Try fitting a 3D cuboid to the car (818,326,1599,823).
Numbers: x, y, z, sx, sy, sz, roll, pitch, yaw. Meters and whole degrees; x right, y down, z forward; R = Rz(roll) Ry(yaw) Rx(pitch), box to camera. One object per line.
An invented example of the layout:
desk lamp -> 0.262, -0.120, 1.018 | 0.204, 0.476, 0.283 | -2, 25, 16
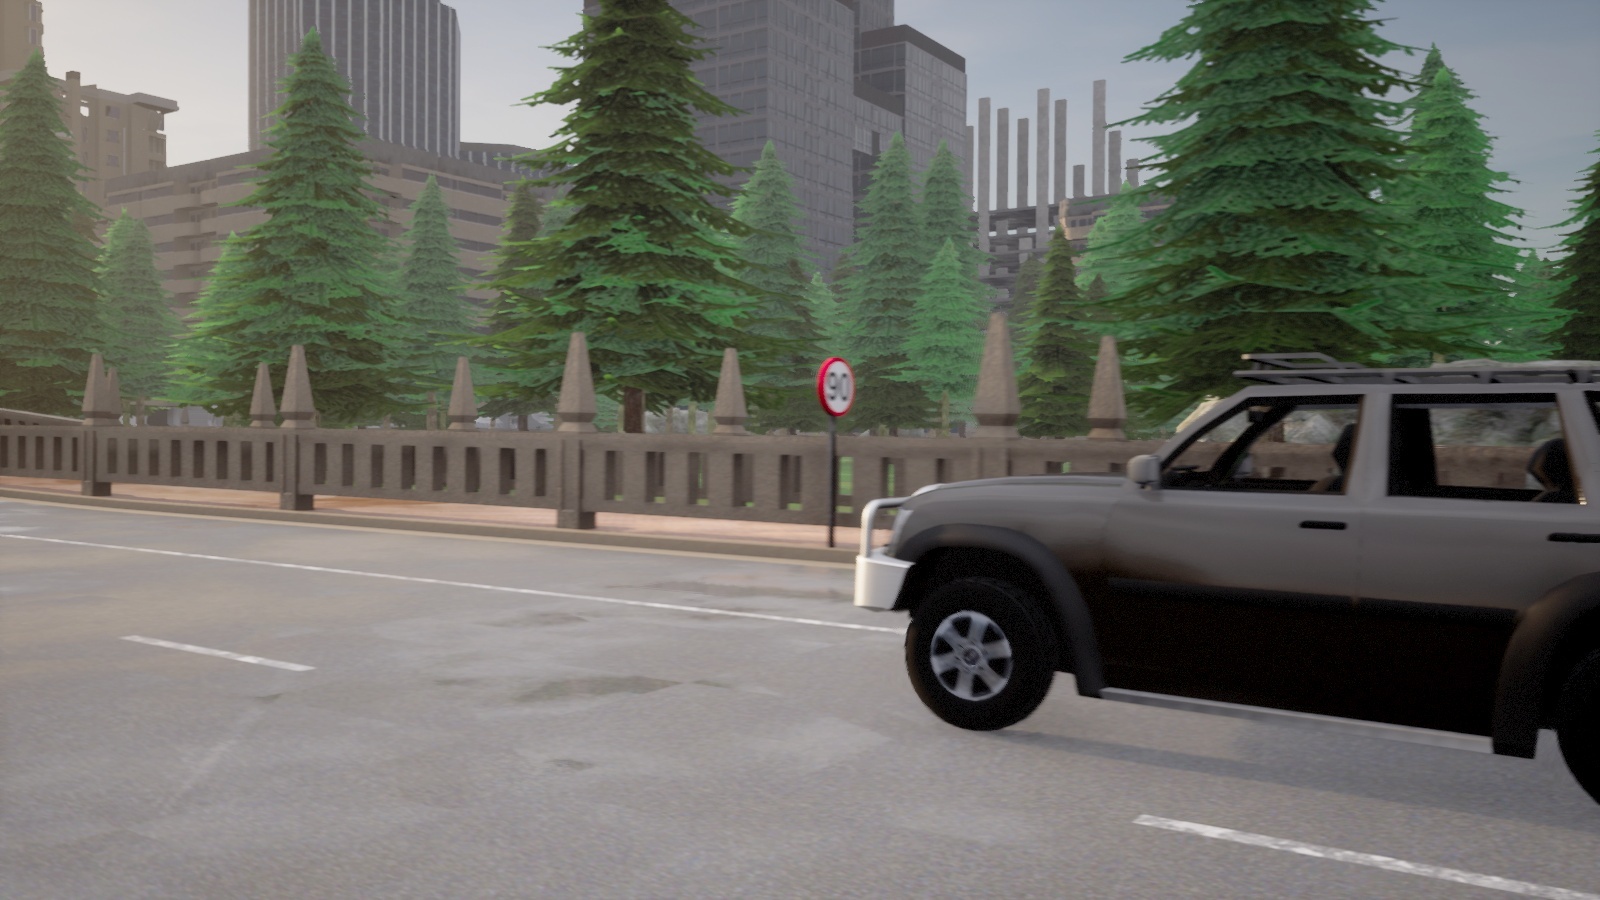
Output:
car -> 2.550, 0.444, 6.127 | 4.605, 1.855, 1.932 | 0, 1, 34
